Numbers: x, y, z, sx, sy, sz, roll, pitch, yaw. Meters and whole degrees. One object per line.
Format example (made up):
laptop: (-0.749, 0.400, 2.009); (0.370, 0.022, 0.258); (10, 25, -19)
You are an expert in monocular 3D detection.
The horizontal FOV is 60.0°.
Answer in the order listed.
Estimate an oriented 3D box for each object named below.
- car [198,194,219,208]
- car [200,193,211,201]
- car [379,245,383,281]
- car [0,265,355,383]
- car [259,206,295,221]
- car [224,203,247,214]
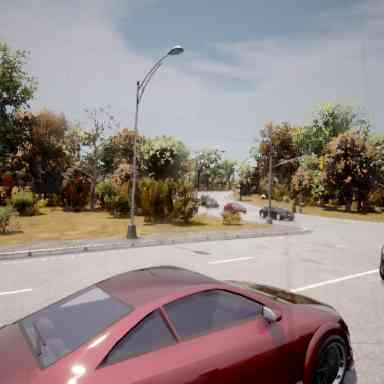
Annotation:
car: (3.024, 1.731, 55.515); (2.097, 1.767, 4.553); (3, 1, -14)
car: (3.106, 1.124, 78.681); (2.128, 1.511, 4.902); (2, 2, -1)
car: (6.967, 1.486, 8.771); (4.553, 1.767, 2.097); (2, -1, -36)
car: (-0.051, 1.571, 3.713); (4.181, 1.385, 1.994); (0, 0, -36)
car: (9.342, 2.297, 36.721); (1.837, 1.490, 4.892); (3, -1, -23)
car: (5.889, 2.198, 45.681); (1.812, 1.442, 4.674); (3, 0, -19)
